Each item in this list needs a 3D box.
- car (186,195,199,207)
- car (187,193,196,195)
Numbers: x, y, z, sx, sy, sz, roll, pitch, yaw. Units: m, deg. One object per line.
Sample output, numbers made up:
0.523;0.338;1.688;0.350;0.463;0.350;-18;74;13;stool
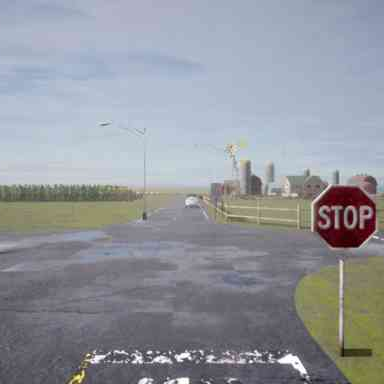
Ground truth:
0.019;1.521;50.473;1.812;1.442;4.674;0;0;0;car
-0.112;1.224;71.130;2.150;2.045;5.566;0;0;0;car
